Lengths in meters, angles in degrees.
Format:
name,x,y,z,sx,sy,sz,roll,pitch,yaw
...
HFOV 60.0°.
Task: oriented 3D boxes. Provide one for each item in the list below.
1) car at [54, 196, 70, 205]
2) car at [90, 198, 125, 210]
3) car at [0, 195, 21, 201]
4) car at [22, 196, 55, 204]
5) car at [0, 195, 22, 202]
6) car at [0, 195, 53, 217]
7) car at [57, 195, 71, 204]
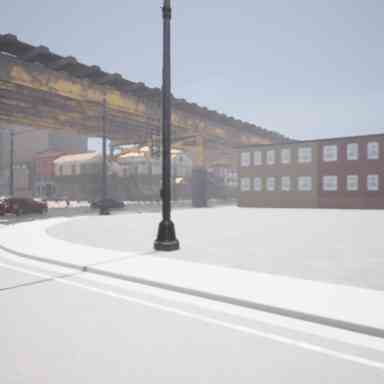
name,x,y,z,sx,sy,sz,roll,pitch,yaw
car,-20.922,1.362,54.314,2.038,1.542,4.974,0,0,-23
car,-10.474,1.465,41.409,1.812,1.442,4.674,0,0,34
car,-37.748,1.163,68.131,4.536,1.218,1.853,0,0,2
car,-24.502,1.200,53.107,4.536,1.218,1.853,0,0,7
car,-37.800,1.321,68.132,4.974,1.542,2.038,0,0,2
car,-15.728,1.294,31.245,2.097,1.767,4.553,0,0,13
car,-20.942,1.204,54.361,1.853,1.218,4.536,0,0,-23
